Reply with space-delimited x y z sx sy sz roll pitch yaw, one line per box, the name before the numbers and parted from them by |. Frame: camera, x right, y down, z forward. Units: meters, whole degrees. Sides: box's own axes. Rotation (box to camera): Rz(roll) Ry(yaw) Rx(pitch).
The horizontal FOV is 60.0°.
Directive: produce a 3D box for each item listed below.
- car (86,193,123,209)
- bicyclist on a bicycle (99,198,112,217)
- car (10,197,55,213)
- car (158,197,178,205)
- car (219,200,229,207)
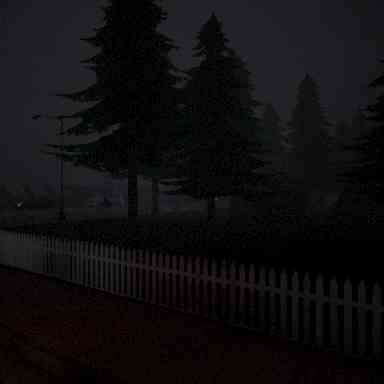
car | -12.093 1.222 46.420 2.150 2.045 5.566 0 0 34
bicyclist on a bicycle | -7.200 1.302 27.864 1.656 1.620 0.582 0 0 34
car | -18.052 1.352 37.661 2.097 1.767 4.553 0 0 34
car | -4.365 1.492 57.662 2.128 1.511 4.902 0 0 35
car | 4.278 1.221 51.479 2.150 2.045 5.566 0 0 34
